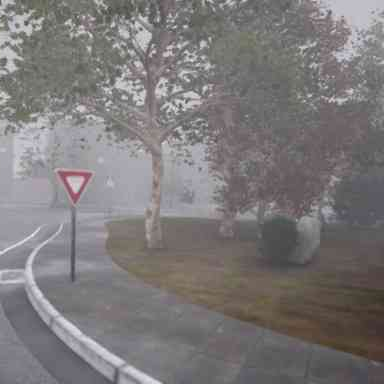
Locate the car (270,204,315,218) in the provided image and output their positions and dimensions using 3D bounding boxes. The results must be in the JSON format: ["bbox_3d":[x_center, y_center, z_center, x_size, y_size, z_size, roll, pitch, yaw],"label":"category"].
[{"bbox_3d":[11.970,2.498,40.466,5.566,2.045,2.150,5,-2,-36],"label":"car"}]

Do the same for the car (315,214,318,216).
[{"bbox_3d":[16.635,3.316,47.967,4.674,1.442,1.812,4,-1,-36],"label":"car"}]

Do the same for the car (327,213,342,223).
[{"bbox_3d":[21.281,3.577,47.478,4.892,1.490,1.837,4,-1,-36],"label":"car"}]
